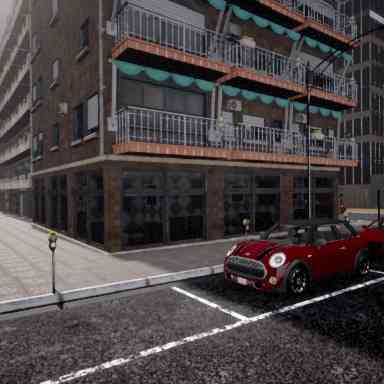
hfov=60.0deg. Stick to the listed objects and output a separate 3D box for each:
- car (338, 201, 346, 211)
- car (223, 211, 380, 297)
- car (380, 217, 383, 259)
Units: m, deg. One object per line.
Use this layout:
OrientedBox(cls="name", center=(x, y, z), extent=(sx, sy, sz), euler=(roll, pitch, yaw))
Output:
OrientedBox(cls="car", center=(16.498, 1.746, 40.603), extent=(1.967, 1.590, 4.097), euler=(-2, 0, -36))
OrientedBox(cls="car", center=(2.728, 1.439, 8.512), extent=(4.097, 1.590, 1.967), euler=(0, -1, -35))
OrientedBox(cls="car", center=(7.228, 1.543, 11.716), extent=(4.507, 1.381, 1.887), euler=(0, -1, -35))
